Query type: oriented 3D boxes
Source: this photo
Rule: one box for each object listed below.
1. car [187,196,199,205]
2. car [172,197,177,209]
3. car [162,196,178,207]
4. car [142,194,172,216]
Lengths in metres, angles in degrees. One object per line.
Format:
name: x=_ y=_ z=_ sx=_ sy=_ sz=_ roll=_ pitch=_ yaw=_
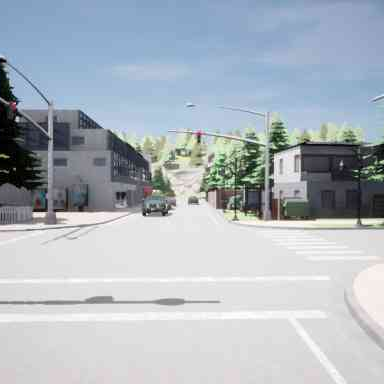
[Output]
car: x=0.239 y=1.505 z=59.528 sx=1.837 sy=1.490 sz=4.892 roll=0 pitch=0 yaw=0
car: x=-3.499 y=1.492 z=42.724 sx=2.128 sy=1.511 sz=4.902 roll=0 pitch=0 yaw=0
car: x=-3.459 y=1.492 z=52.992 sx=2.128 sy=1.511 sz=4.902 roll=0 pitch=0 yaw=0
car: x=-3.525 y=1.221 z=32.674 sx=2.150 sy=2.045 sz=5.566 roll=0 pitch=0 yaw=0
